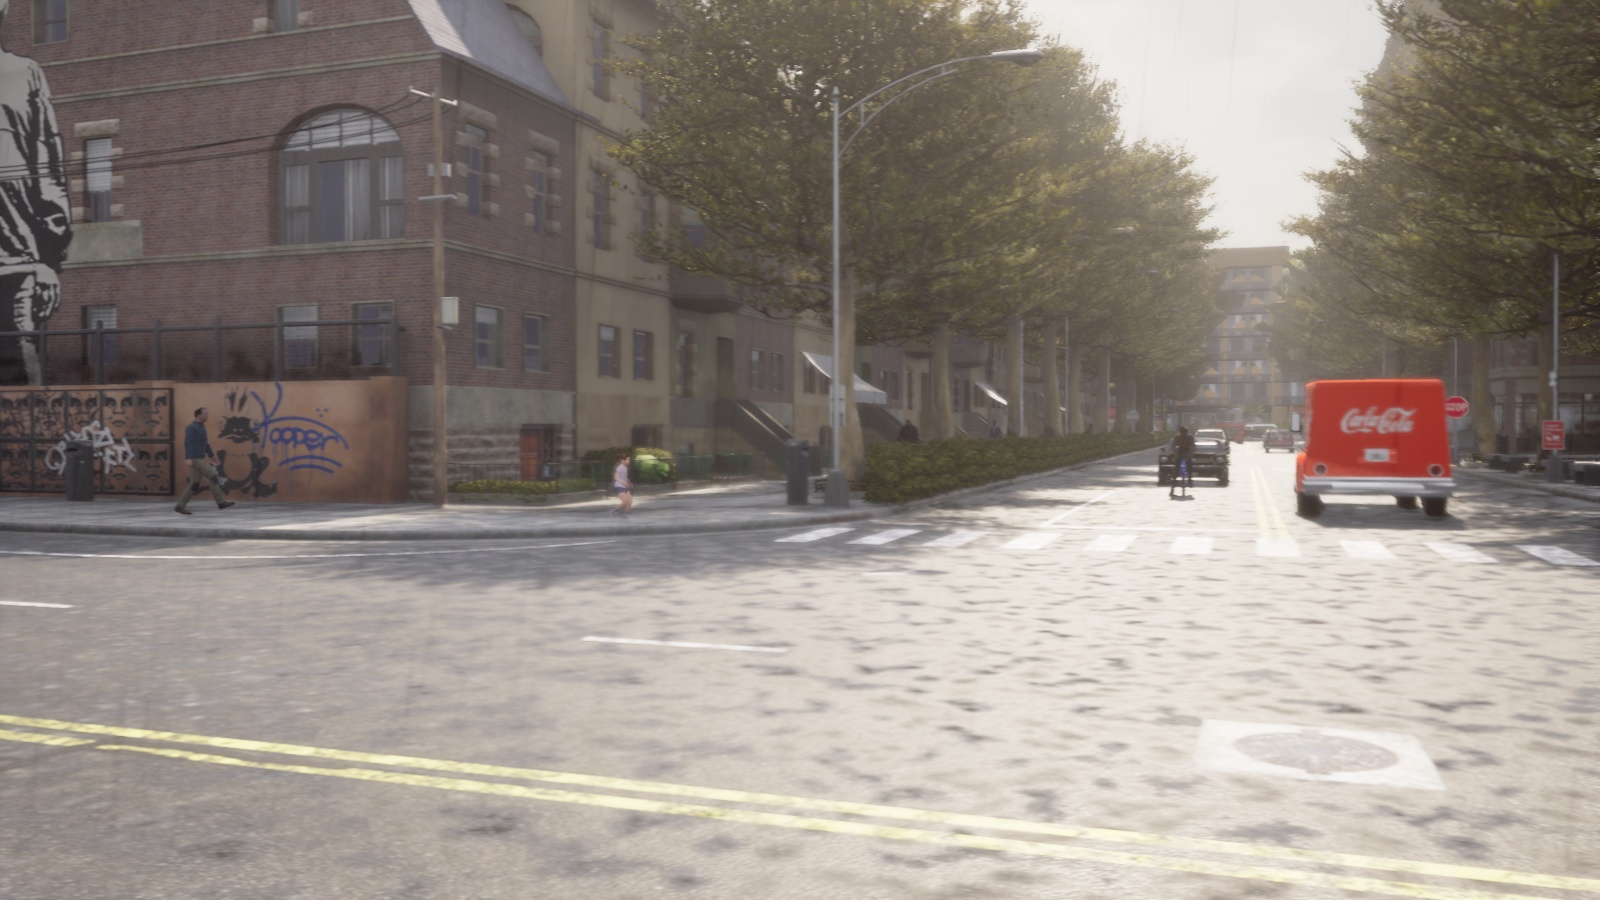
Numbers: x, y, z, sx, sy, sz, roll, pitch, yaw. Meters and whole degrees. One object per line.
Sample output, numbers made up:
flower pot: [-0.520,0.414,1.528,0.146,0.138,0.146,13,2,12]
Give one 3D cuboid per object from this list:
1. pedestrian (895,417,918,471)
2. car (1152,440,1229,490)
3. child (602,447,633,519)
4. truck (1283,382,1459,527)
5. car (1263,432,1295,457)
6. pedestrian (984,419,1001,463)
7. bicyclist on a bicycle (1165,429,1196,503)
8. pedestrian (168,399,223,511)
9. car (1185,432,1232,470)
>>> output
pedestrian: [3.670,-0.220,43.128,0.634,1.844,0.899,1,1,14]
car: [11.243,0.383,35.985,1.895,1.301,4.718,1,1,20]
child: [-2.874,0.516,19.772,0.394,1.110,0.255,1,1,19]
truck: [10.808,-0.003,24.230,2.627,2.467,5.204,1,2,19]
car: [30.679,-0.380,80.551,1.789,1.549,3.705,1,1,19]
pedestrian: [8.520,-0.401,55.532,0.423,1.949,0.788,1,1,32]
bicyclist on a bicycle: [8.684,0.345,28.662,0.582,1.620,1.656,1,1,19]
pedestrian: [-10.054,0.079,20.907,0.726,1.842,0.402,0,1,-5]
car: [17.392,0.003,53.437,1.789,1.549,3.705,1,1,19]
